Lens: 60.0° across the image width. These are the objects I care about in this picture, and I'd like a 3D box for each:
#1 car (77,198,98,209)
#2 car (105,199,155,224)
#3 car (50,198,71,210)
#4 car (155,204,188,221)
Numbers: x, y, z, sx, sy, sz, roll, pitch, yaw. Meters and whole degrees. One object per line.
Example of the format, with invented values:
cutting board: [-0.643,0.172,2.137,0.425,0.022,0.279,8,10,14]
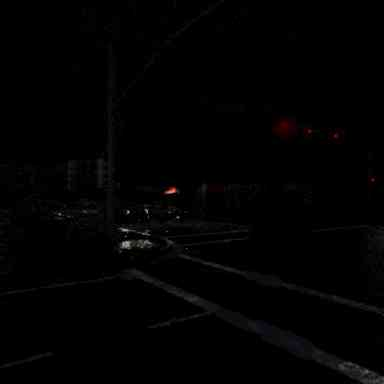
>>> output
car: [-14.593,1.600,46.096,1.812,1.442,4.674,0,0,-34]
car: [-5.029,1.405,25.536,2.097,1.767,4.553,0,0,-34]
car: [-17.388,1.549,43.976,2.128,1.511,4.902,0,0,-34]
car: [-2.318,1.671,27.762,1.895,1.301,4.718,0,0,-34]
